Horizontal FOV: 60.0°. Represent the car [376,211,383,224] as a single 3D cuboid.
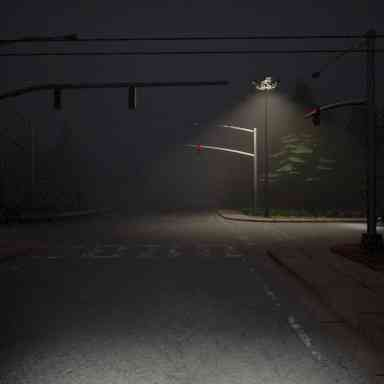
[{"bbox_3d":[14.896,1.513,22.121,4.892,1.490,1.837,0,0,1],"label":"car"}]
